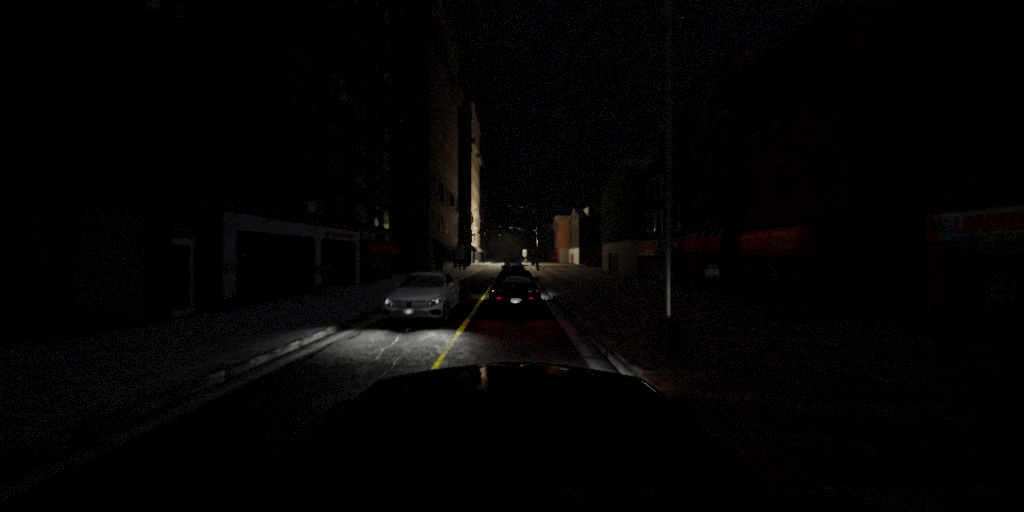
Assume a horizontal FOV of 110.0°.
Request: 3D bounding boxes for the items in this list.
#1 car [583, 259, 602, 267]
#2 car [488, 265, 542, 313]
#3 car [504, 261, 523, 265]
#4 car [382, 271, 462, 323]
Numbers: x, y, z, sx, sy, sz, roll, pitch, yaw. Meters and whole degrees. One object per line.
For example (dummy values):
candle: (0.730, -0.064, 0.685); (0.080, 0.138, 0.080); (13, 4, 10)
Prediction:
car: (13.902, 1.141, 57.248); (4.829, 1.417, 1.751); (0, 0, 0)
car: (0.102, 1.245, 13.710); (1.812, 1.442, 4.674); (0, 0, 0)
car: (0.097, 1.143, 29.888); (1.882, 1.535, 5.008); (0, 0, 0)
car: (-2.847, 1.249, 12.211); (1.812, 1.442, 4.674); (0, 0, 0)
